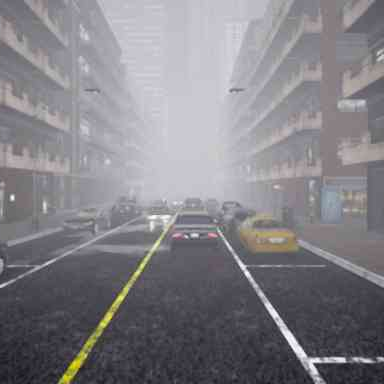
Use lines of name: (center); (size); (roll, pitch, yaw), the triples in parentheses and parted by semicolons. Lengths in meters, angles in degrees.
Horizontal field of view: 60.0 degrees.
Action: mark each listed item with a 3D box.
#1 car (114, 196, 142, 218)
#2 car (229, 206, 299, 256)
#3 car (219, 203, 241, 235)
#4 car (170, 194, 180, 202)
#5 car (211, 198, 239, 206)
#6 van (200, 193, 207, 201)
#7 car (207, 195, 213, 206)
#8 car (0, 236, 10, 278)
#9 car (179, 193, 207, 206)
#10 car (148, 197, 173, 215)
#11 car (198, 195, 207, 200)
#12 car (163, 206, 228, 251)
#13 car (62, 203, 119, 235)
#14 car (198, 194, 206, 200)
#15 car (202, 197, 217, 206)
car: (-5.693, 1.250, 29.549); (2.192, 1.841, 5.009); (-1, 0, 0)
car: (2.684, 1.497, 12.881); (1.752, 1.417, 4.829); (-1, 0, 0)
car: (2.686, 1.525, 18.313); (1.947, 1.339, 4.313); (-1, 0, 0)
car: (-2.973, 1.332, 72.794); (2.128, 1.511, 4.902); (0, 0, 0)
car: (2.686, 1.387, 23.915); (1.967, 1.590, 4.097); (-1, 0, 0)
van: (2.707, 1.172, 79.935); (1.690, 1.788, 3.998); (-1, 0, 0)
car: (2.697, 1.466, 46.323); (1.947, 1.339, 4.313); (-1, 0, 0)
car: (-5.698, 1.535, 7.142); (2.008, 1.369, 4.403); (-1, 0, 0)
car: (0.109, 1.279, 33.216); (2.097, 1.767, 4.553); (0, 0, 0)
car: (-3.086, 1.493, 32.355); (1.994, 1.385, 4.181); (0, 0, 0)
car: (2.712, 1.371, 85.537); (2.008, 1.369, 4.403); (-1, 0, 0)
car: (0.100, 1.517, 13.807); (2.033, 1.411, 5.357); (0, 0, 0)
car: (-5.694, 1.510, 18.345); (2.008, 1.369, 4.403); (-1, 0, 0)
car: (2.714, 1.354, 91.139); (1.887, 1.381, 4.507); (-1, 0, 0)
car: (2.699, 1.439, 51.926); (2.008, 1.369, 4.403); (-1, 0, 0)
